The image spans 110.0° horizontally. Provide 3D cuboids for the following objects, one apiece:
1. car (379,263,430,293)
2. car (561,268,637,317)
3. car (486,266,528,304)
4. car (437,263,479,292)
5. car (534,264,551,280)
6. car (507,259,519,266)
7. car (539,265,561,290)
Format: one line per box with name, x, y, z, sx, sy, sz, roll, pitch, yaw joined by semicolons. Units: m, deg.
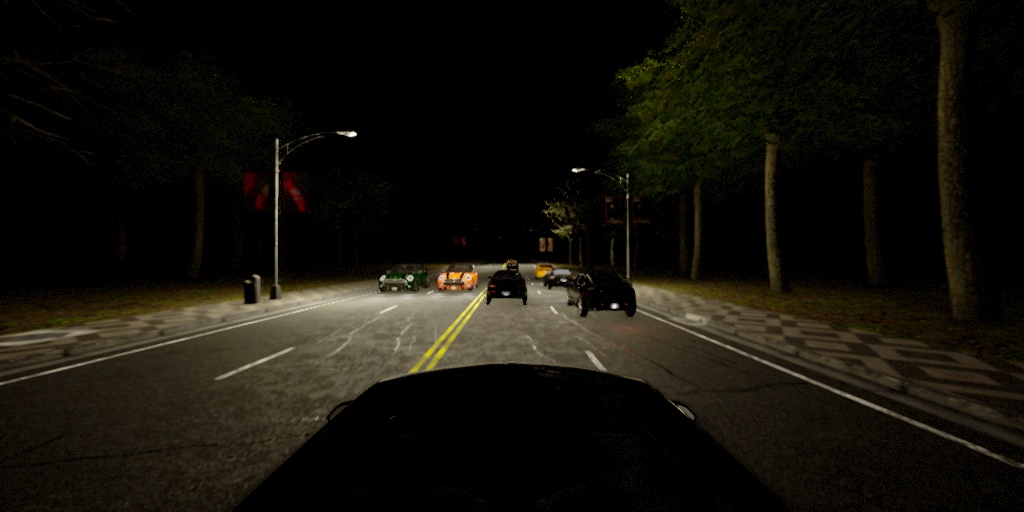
car;-6.605;1.276;22.399;2.097;1.767;4.553;0;0;0
car;3.248;1.358;13.770;1.837;1.490;4.892;0;0;0
car;-0.202;1.408;17.300;1.812;1.442;4.674;0;0;1
car;-3.354;1.281;22.916;2.097;1.767;4.553;0;0;0
car;3.243;1.512;35.769;1.882;1.535;5.008;0;0;0
car;0.089;1.612;56.835;2.128;1.511;4.902;0;0;0
car;3.245;1.508;24.769;1.994;1.385;4.181;0;0;0
